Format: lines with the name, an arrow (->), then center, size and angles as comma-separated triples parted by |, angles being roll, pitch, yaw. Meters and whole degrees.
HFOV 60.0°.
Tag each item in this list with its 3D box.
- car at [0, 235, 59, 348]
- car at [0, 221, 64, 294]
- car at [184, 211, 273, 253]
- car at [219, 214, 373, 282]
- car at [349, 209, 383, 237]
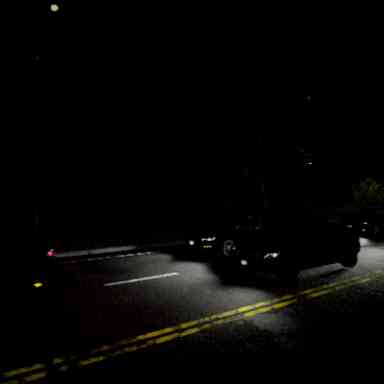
car -> -4.378, 1.521, 4.543 | 4.674, 1.442, 1.812 | 0, 0, -35
car -> -5.909, 1.544, 7.434 | 5.357, 1.411, 2.033 | 0, 0, -35
car -> 1.967, 1.543, 13.051 | 4.892, 1.490, 1.837 | 0, 0, -35
car -> 3.255, 1.560, 9.981 | 4.674, 1.442, 1.812 | 0, 0, -35
car -> 10.013, 1.642, 18.792 | 4.181, 1.385, 1.994 | 0, 0, -36
